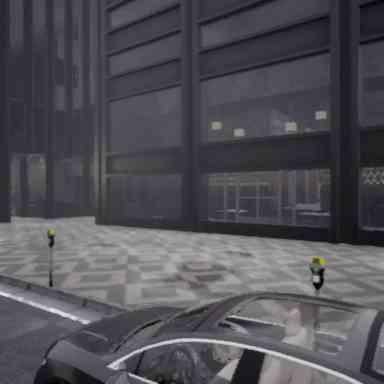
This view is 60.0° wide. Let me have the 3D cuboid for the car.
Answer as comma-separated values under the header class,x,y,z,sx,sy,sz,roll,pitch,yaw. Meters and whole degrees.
class,x,y,z,sx,sy,sz,roll,pitch,yaw
car,0.511,1.540,2.619,4.403,1.369,2.008,0,0,35
